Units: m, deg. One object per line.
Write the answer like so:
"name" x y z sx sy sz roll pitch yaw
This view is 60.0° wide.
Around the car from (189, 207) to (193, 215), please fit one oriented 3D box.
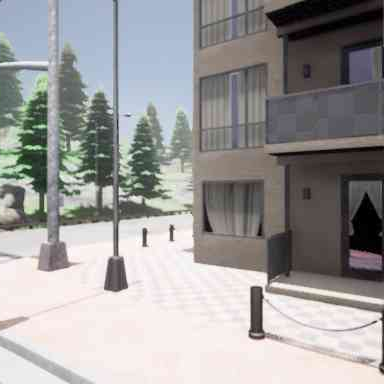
"car" 1.698 1.623 32.767 1.895 1.301 4.718 0 0 35
